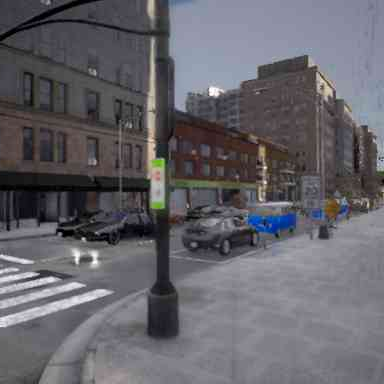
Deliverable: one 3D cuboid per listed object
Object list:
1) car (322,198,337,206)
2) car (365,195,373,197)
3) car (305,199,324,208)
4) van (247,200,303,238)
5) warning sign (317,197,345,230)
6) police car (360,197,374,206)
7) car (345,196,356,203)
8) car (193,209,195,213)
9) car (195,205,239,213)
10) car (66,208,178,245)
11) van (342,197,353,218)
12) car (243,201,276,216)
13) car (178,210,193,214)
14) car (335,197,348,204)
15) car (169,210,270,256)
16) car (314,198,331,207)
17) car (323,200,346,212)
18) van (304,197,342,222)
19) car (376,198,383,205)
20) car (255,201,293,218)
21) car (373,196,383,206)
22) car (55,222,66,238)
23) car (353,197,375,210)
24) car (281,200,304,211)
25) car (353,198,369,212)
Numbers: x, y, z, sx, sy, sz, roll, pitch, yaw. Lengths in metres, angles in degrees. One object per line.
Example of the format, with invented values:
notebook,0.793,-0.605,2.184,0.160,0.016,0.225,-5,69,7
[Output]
car,26.966,1.890,65.051,1.887,1.381,4.507,0,0,35
car,30.383,1.785,59.252,1.882,1.535,5.008,0,-1,36
car,20.511,1.854,55.697,1.887,1.381,4.507,0,0,35
van,4.524,1.476,18.403,1.690,1.788,3.998,0,0,35
warning sign,8.285,1.249,19.795,1.300,1.860,1.060,0,0,35
police car,33.814,1.747,64.241,1.930,1.638,5.238,0,0,33
car,39.875,1.856,83.758,1.967,1.590,4.097,0,0,35
car,1.147,1.764,27.637,1.947,1.339,4.313,0,0,35
car,2.430,1.743,25.030,1.994,1.385,4.181,0,0,34
car,-3.262,1.692,16.780,2.033,1.411,5.357,0,0,35
van,14.207,1.533,32.434,1.690,1.788,3.998,0,0,35
car,7.602,1.786,36.990,2.008,1.369,4.403,0,0,35
car,-2.080,1.760,22.959,1.802,1.307,4.206,0,0,35
car,33.420,1.821,74.405,1.967,1.590,4.097,0,0,35
car,1.298,1.665,13.725,2.008,1.369,4.403,0,0,35
car,23.738,1.878,60.374,2.008,1.369,4.403,0,0,35
car,18.708,1.769,43.465,1.812,1.442,4.674,0,0,35
van,10.979,1.514,27.757,1.690,1.788,3.998,0,0,35
car,40.026,1.882,69.847,1.887,1.381,4.507,0,0,35
car,8.365,1.706,33.607,2.128,1.511,4.902,0,0,35
car,33.571,1.846,60.493,1.887,1.381,4.507,0,0,35
car,-5.307,1.724,18.283,1.947,1.339,4.313,0,0,35
car,23.985,1.773,46.603,1.752,1.417,4.829,0,0,35
car,14.056,1.838,46.343,1.947,1.339,4.313,0,0,35
car,20.662,1.811,41.786,1.802,1.307,4.206,0,0,35
